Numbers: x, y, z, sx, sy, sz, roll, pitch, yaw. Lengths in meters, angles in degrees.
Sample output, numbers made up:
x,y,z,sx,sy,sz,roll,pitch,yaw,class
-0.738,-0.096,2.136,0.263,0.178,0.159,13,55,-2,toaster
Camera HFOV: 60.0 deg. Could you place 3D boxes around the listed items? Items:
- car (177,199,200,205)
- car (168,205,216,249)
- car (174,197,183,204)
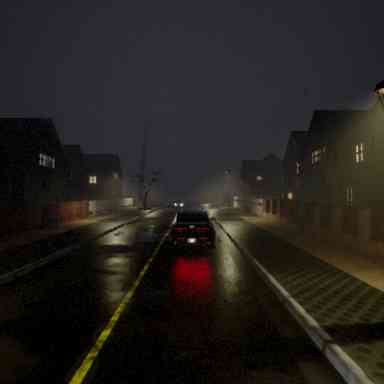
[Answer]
x,y,z,sx,sy,sz,roll,pitch,yaw,class
-0.001,1.615,29.681,2.033,1.411,5.357,0,0,0,car
0.000,1.535,14.666,1.837,1.490,4.892,0,0,0,car
-2.751,1.735,69.826,2.033,1.411,5.357,0,0,0,car
